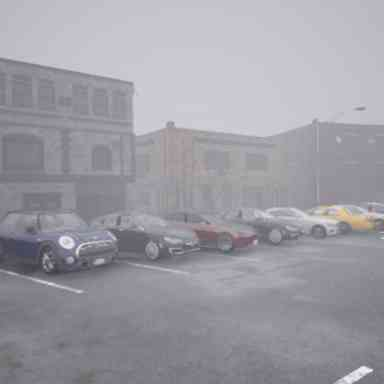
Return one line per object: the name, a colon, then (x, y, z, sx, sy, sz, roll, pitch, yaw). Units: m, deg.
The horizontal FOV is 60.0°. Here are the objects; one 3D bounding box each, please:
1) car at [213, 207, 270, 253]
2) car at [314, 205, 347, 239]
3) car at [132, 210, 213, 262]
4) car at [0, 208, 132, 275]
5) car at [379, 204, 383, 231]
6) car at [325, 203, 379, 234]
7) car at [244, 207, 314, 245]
car: (0.433, 1.517, 13.865, 4.792, 1.488, 2.163, -1, -1, 35)
car: (5.184, 1.531, 17.289, 4.674, 1.452, 2.002, -1, -1, 35)
car: (-1.986, 1.488, 12.182, 4.892, 1.521, 2.231, -1, -1, 35)
car: (-4.395, 1.361, 10.496, 4.553, 1.767, 2.185, -1, -1, 35)
car: (9.963, 1.534, 20.696, 4.674, 1.452, 2.002, -1, -1, 35)
car: (7.419, 1.492, 19.090, 5.366, 1.575, 1.946, -1, -1, 35)
car: (2.794, 1.490, 15.594, 4.892, 1.521, 2.231, -1, -1, 34)
